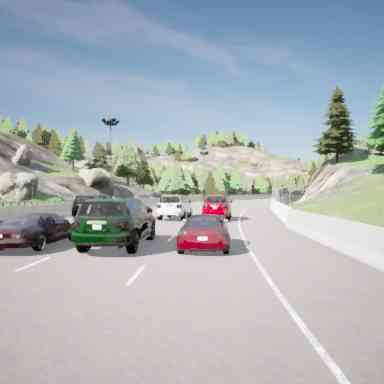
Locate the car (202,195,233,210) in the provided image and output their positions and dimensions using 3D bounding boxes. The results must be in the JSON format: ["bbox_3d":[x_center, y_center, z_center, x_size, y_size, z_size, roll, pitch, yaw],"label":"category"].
[{"bbox_3d":[2.084,1.258,27.199,2.150,2.045,5.566,0,0,9],"label":"car"}]

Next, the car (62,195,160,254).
[{"bbox_3d":[-2.967,1.258,13.743,2.150,2.045,5.566,0,0,4],"label":"car"}]

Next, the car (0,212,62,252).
[{"bbox_3d":[-6.459,1.564,13.977,2.033,1.411,5.357,0,0,4],"label":"car"}]

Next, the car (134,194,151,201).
[{"bbox_3d":[-12.909,1.314,86.988,2.097,1.767,4.553,0,0,23],"label":"car"}]

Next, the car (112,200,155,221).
[{"bbox_3d":[-4.841,1.496,28.222,2.128,1.511,4.902,0,0,9],"label":"car"}]

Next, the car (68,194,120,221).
[{"bbox_3d":[-8.297,1.258,28.777,2.150,2.045,5.566,0,0,9],"label":"car"}]

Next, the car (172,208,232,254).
[{"bbox_3d":[0.521,1.573,13.449,1.994,1.385,4.181,0,0,4],"label":"car"}]

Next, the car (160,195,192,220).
[{"bbox_3d":[-1.376,1.258,27.725,2.150,2.045,5.566,0,0,9],"label":"car"}]
